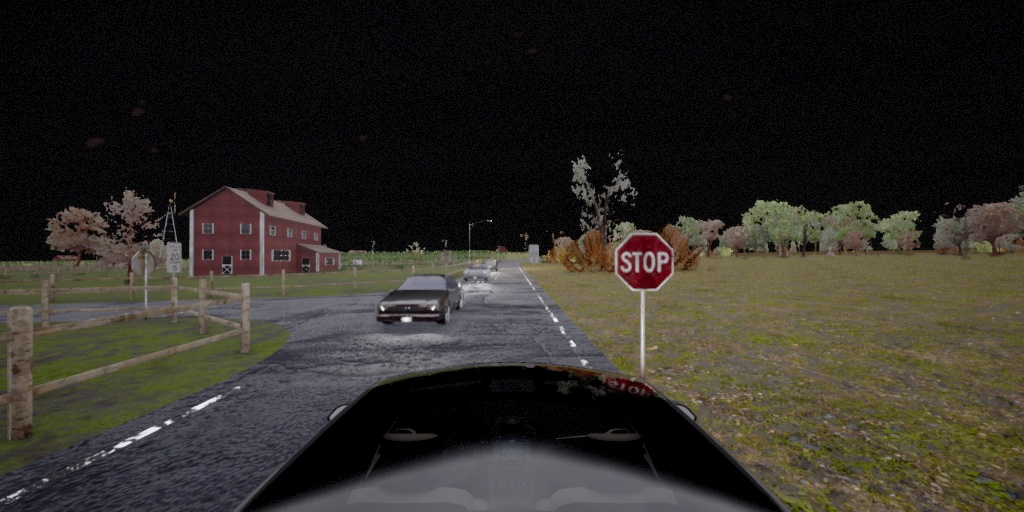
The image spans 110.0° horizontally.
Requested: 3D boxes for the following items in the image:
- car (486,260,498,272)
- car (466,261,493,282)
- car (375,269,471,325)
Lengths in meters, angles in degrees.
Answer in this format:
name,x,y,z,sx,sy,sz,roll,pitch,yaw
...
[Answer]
name,x,y,z,sx,sy,sz,roll,pitch,yaw
car,-2.846,1.255,47.485,2.128,1.511,4.902,0,0,0
car,-2.806,1.358,29.422,1.895,1.301,4.718,0,0,0
car,-2.785,1.307,12.084,2.033,1.411,5.357,0,0,0
